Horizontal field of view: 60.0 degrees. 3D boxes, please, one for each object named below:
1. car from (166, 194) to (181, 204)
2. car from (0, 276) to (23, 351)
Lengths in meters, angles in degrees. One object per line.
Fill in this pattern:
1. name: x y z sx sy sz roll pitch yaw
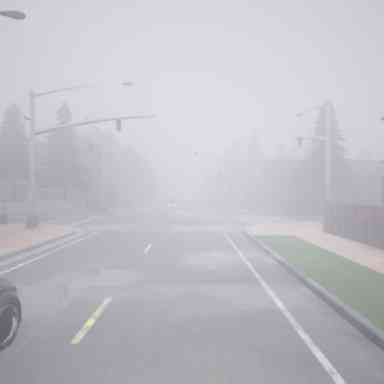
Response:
1. car: -3.529 1.546 60.633 1.994 1.385 4.181 0 0 1
2. car: -3.585 1.563 3.383 1.994 1.385 4.181 0 0 0
